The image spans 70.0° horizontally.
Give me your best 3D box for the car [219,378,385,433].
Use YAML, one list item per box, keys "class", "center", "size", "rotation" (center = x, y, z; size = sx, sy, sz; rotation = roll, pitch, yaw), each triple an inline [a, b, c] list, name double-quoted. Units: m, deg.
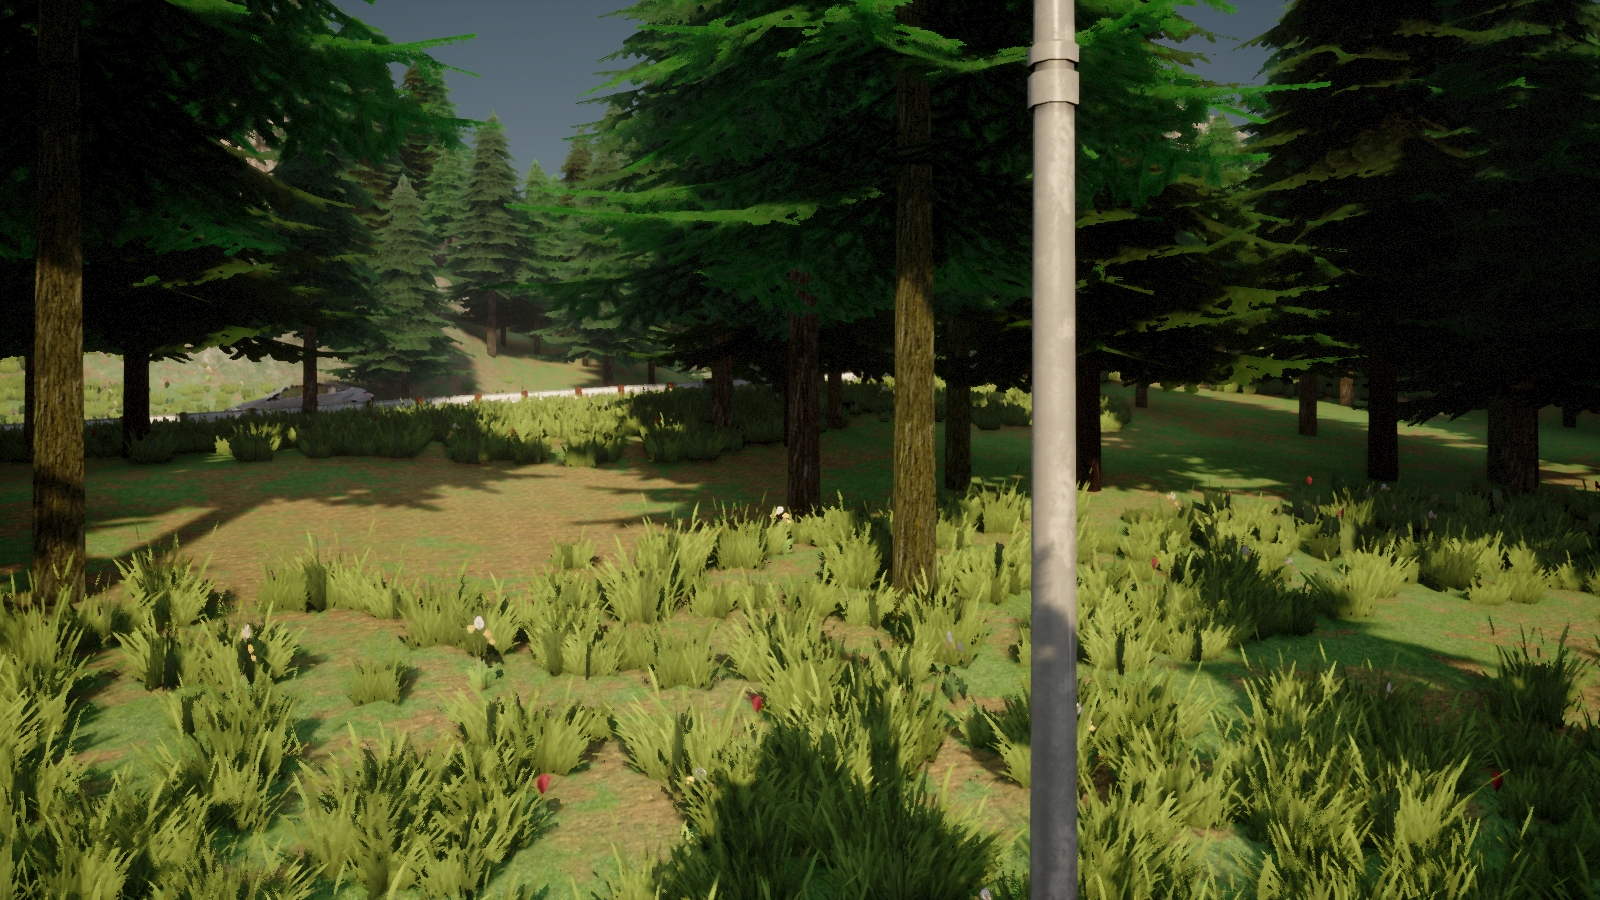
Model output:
- class: "car"
  center: [-16.674, -1.491, 38.283]
  size: [4.792, 1.488, 2.163]
  rotation: [-5, 2, -29]
